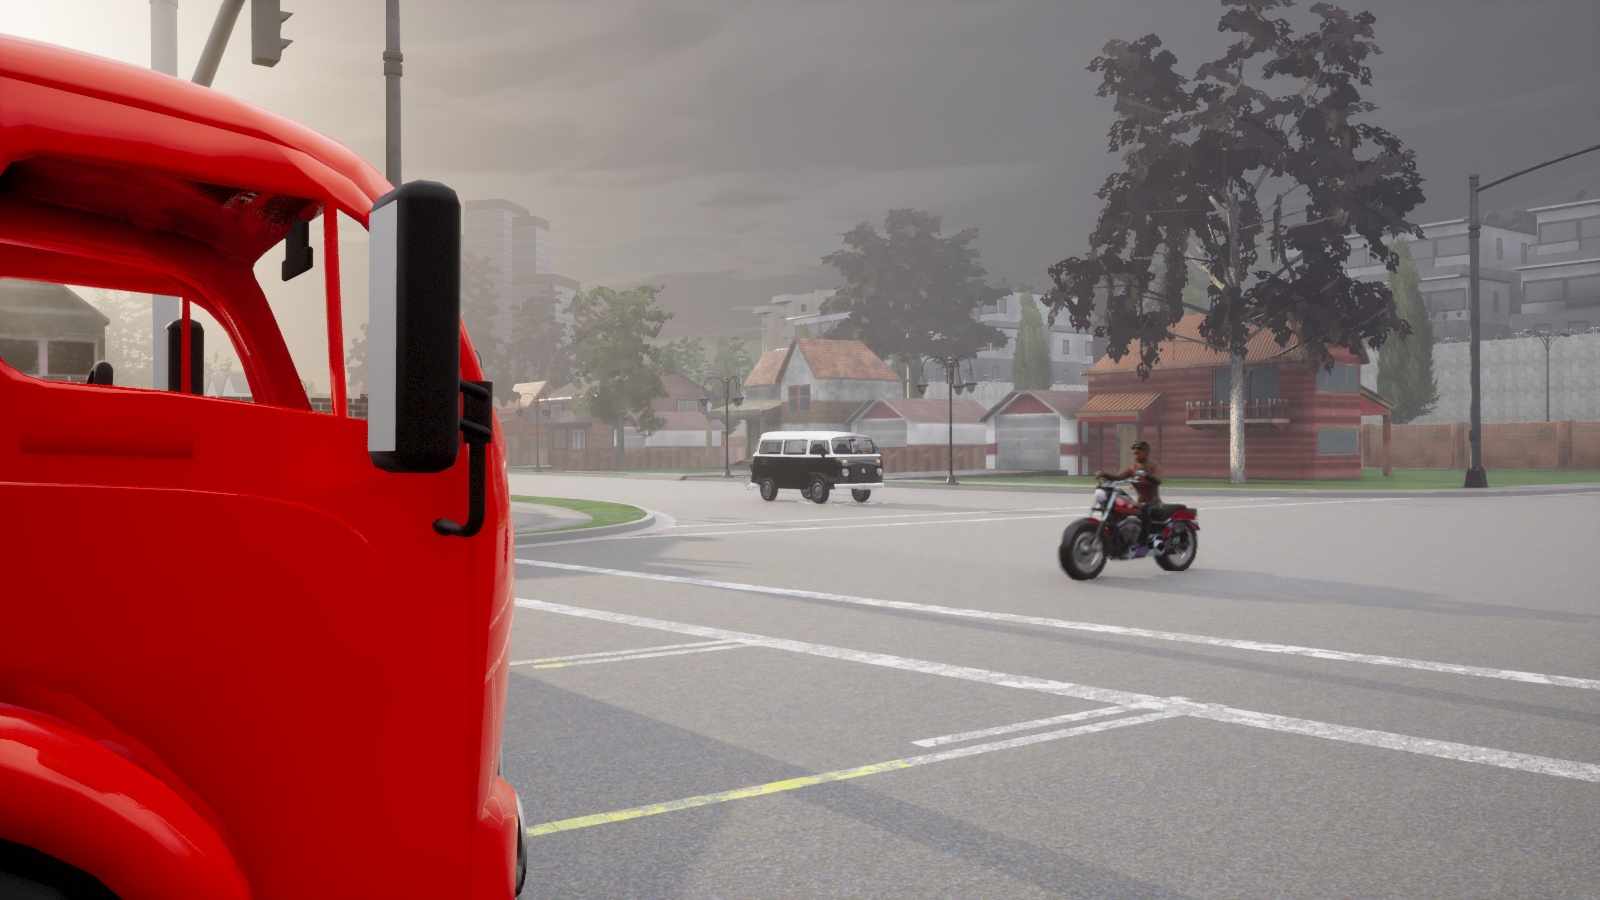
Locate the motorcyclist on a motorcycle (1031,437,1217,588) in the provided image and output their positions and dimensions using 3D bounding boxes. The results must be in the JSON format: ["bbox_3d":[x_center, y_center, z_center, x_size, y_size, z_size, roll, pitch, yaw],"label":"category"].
[{"bbox_3d":[3.863,0.686,14.876,2.350,1.649,0.766,-1,0,-35],"label":"motorcyclist on a motorcycle"}]

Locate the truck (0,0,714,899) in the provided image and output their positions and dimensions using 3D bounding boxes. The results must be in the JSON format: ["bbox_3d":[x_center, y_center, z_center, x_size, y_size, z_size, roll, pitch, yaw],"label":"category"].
[{"bbox_3d":[-3.027,0.263,1.582,5.204,2.467,2.627,0,0,-34],"label":"truck"}]

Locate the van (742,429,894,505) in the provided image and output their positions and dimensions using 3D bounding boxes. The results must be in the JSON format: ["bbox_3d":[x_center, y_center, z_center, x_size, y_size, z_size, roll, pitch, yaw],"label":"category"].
[{"bbox_3d":[0.436,0.462,36.107,2.069,2.038,4.480,-1,0,-36],"label":"van"}]
